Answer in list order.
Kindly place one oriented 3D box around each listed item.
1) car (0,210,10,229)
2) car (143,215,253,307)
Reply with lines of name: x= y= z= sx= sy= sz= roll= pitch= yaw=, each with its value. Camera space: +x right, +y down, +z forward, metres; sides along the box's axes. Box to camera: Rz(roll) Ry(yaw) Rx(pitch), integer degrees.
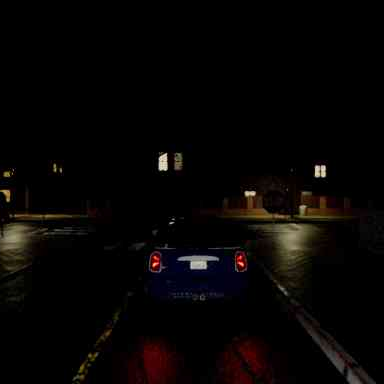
car: x=-13.468 y=1.245 z=18.964 sx=5.566 sy=2.045 sz=2.150 roll=0 pitch=1 yaw=2
car: x=0.062 y=1.348 z=8.170 sx=2.097 sy=1.767 sz=4.553 roll=0 pitch=0 yaw=-1
